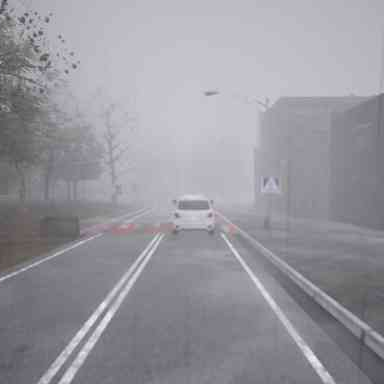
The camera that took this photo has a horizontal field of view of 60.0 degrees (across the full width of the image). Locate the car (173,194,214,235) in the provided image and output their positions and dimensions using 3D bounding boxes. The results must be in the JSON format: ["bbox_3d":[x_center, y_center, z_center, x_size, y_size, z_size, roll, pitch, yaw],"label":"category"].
[{"bbox_3d":[0.077,1.092,19.108,2.150,2.045,5.566,0,5,0],"label":"car"}]
